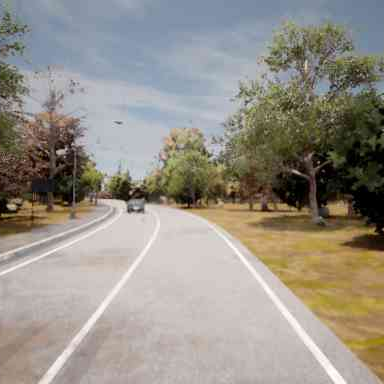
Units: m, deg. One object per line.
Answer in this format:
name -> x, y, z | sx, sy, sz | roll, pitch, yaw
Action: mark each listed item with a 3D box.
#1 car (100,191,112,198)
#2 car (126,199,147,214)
car -> -19.438, 0.800, 74.954 | 2.150, 2.045, 5.566 | 2, -1, -25
car -> -5.953, 1.481, 35.455 | 2.128, 1.511, 4.902 | 1, 0, -11
